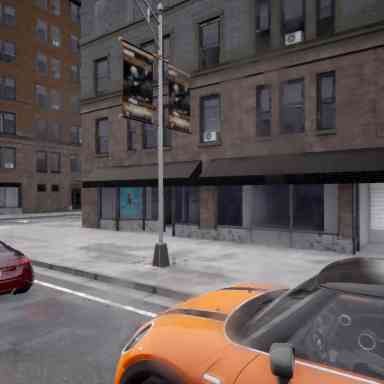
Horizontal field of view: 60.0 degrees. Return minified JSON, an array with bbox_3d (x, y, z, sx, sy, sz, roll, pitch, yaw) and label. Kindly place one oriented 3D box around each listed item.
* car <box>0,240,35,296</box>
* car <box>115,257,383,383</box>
[{"bbox_3d":[-5.456,1.564,7.558,4.181,1.385,1.994,0,0,36],"label":"car"},{"bbox_3d":[1.486,1.352,2.627,4.553,1.767,2.097,0,0,35],"label":"car"}]
